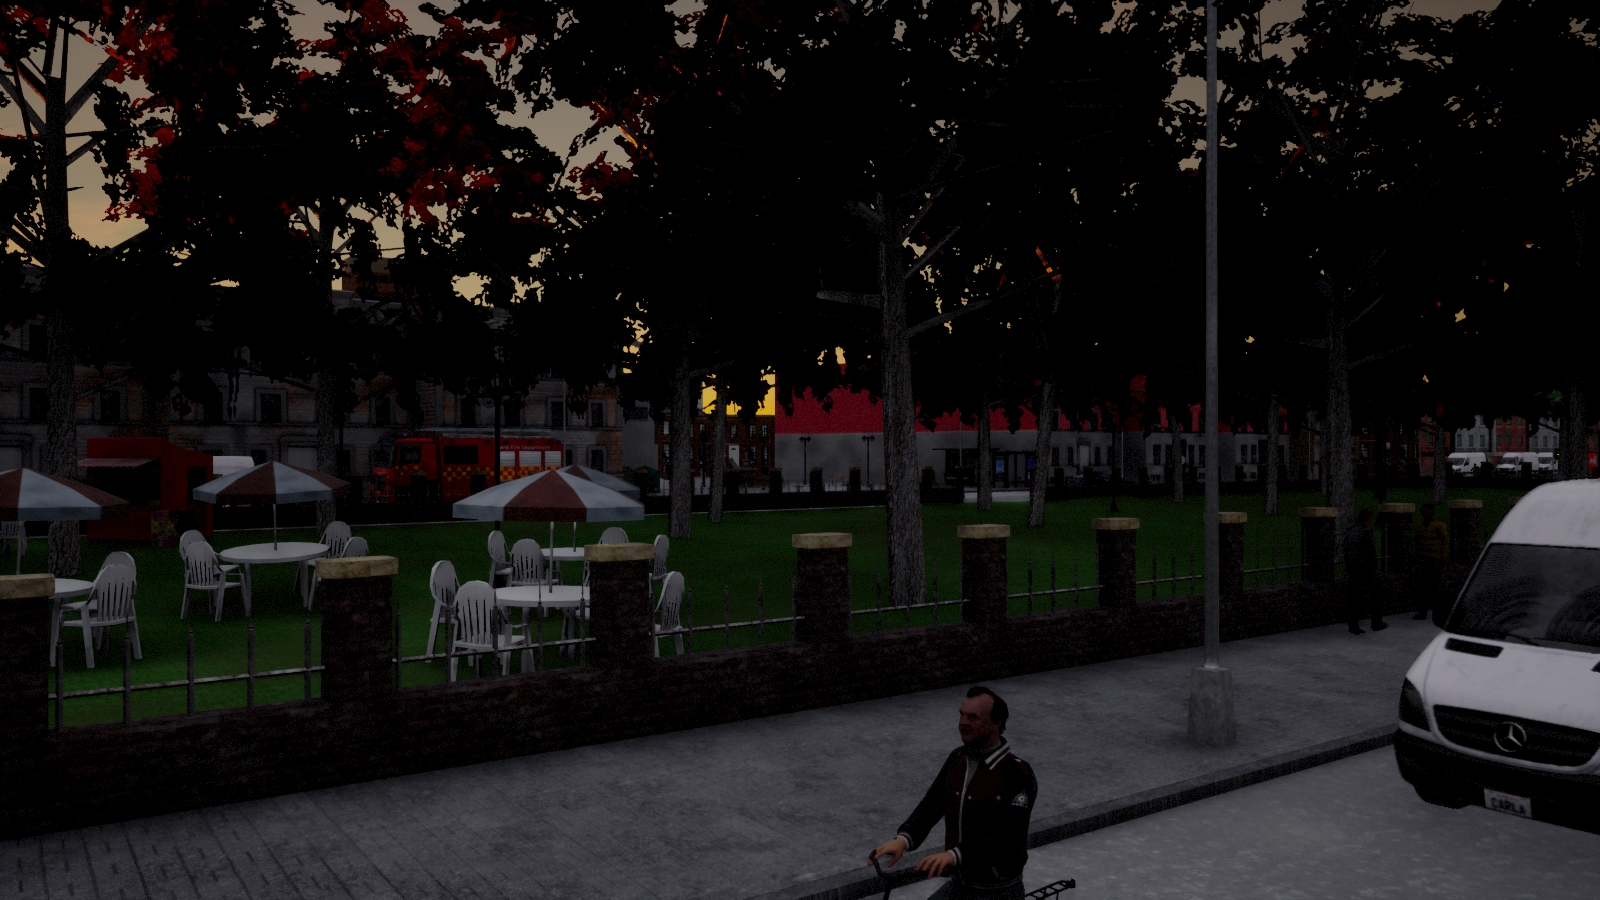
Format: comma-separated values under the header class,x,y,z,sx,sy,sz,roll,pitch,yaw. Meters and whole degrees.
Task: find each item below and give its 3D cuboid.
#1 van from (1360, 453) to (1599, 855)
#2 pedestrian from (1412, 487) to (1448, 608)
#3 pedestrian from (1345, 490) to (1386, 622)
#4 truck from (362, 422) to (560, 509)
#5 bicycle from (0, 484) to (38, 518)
class,x,y,z,sx,sy,sz,roll,pitch,yaw
van,7.207,1.314,9.516,5.915,2.561,1.988,0,0,-35
pedestrian,9.916,1.525,17.984,0.375,1.860,0.375,0,0,-34
pedestrian,8.215,1.525,16.597,0.375,1.860,0.375,0,0,-23
truck,-15.884,0.671,53.854,8.468,3.827,2.891,0,0,-35
bicycle,-30.089,1.940,43.427,1.835,1.271,0.329,0,0,-36
